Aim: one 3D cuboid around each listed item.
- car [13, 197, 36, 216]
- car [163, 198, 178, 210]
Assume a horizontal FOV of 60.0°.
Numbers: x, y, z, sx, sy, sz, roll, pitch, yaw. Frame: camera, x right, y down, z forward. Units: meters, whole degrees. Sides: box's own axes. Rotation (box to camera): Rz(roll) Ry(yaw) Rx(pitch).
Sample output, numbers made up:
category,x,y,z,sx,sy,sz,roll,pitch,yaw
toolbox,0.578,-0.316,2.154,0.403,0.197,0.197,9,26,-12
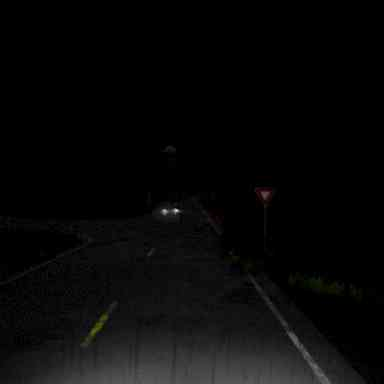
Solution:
category,x,y,z,sx,sy,sz,roll,pitch,yaw
car,-17.217,1.494,34.146,1.905,1.878,3.866,0,-1,-31
car,-3.193,1.732,50.486,2.097,1.767,4.553,0,-1,0
